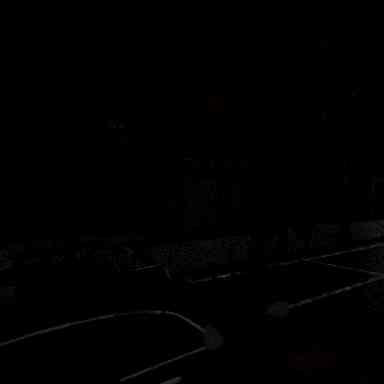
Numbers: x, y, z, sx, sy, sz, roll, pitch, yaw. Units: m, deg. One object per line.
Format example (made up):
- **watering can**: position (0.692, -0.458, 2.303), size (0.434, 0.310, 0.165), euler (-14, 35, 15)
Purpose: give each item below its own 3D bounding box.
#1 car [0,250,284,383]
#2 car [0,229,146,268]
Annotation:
- **car**: position (-1.417, 1.504, 2.369), size (4.892, 1.490, 1.837), euler (0, 0, -35)
- **car**: position (-2.321, 1.436, 4.879), size (4.097, 1.590, 1.967), euler (0, 0, -35)
